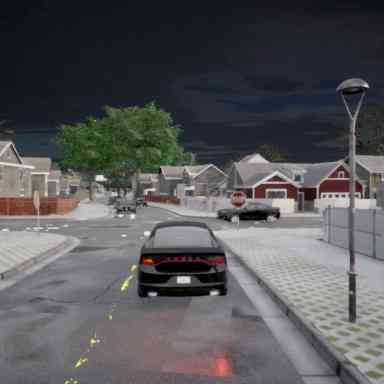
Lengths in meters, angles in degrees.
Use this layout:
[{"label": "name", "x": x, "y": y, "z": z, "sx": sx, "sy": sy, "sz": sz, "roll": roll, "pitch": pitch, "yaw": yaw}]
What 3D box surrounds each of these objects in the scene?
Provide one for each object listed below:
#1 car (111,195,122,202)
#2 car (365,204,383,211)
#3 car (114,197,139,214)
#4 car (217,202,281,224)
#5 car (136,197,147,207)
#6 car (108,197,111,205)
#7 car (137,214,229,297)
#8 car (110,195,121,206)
[{"label": "car", "x": -16.874, "y": 1.491, "z": 74.471, "sx": 1.882, "sy": 1.535, "sz": 5.008, "roll": 0, "pitch": 0, "yaw": -19}, {"label": "car", "x": 16.559, "y": 1.698, "z": 28.753, "sx": 4.674, "sy": 1.442, "sz": 1.812, "roll": 1, "pitch": 1, "yaw": -16}, {"label": "car", "x": -7.138, "y": 1.577, "z": 36.023, "sx": 1.994, "sy": 1.385, "sz": 4.181, "roll": 0, "pitch": 0, "yaw": -13}, {"label": "car", "x": 4.322, "y": 1.526, "z": 25.458, "sx": 5.008, "sy": 1.535, "sz": 1.882, "roll": 1, "pitch": 1, "yaw": -16}, {"label": "car", "x": -7.915, "y": 1.504, "z": 50.015, "sx": 1.837, "sy": 1.490, "sz": 4.892, "roll": 0, "pitch": 0, "yaw": -17}, {"label": "car", "x": -13.302, "y": 1.571, "z": 56.853, "sx": 2.033, "sy": 1.411, "sz": 5.357, "roll": 0, "pitch": 0, "yaw": -20}, {"label": "car", "x": -0.271, "y": 1.476, "z": 8.633, "sx": 1.882, "sy": 1.535, "sz": 5.008, "roll": 0, "pitch": 0, "yaw": -3}, {"label": "car", "x": -9.761, "y": 1.565, "z": 46.067, "sx": 2.033, "sy": 1.411, "sz": 5.357, "roll": 0, "pitch": 0, "yaw": -17}]
